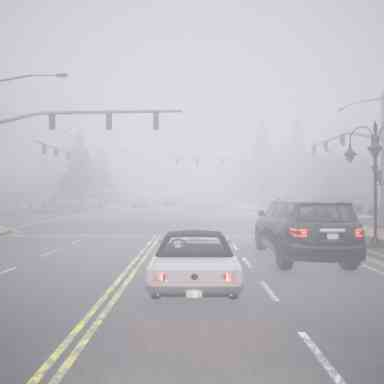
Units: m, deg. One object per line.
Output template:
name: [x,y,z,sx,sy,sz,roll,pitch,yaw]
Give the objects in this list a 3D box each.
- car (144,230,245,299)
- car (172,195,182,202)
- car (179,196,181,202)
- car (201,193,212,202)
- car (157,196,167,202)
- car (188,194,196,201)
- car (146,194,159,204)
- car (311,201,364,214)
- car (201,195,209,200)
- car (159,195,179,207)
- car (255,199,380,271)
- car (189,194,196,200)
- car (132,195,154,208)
car: [0.064,1.601,8.379,1.895,1.301,4.718,0,0,0]
car: [-3.486,1.524,76.595,2.128,1.511,4.902,0,0,0]
car: [-3.578,1.502,62.705,1.837,1.490,4.892,0,0,-2]
car: [3.514,1.215,79.199,2.150,2.045,5.566,0,0,0]
car: [-6.986,1.551,77.363,1.994,1.385,4.181,0,0,0]
car: [0.014,1.513,79.543,1.812,1.442,4.674,0,0,0]
car: [-7.040,1.546,63.056,2.033,1.411,5.357,0,0,1]
car: [14.939,1.600,34.318,4.718,1.301,1.895,0,0,0]
car: [3.516,1.406,89.851,1.994,1.385,4.181,0,0,0]
car: [-3.577,1.563,51.859,1.994,1.385,4.181,0,0,0]
car: [3.581,1.221,11.103,2.150,2.045,5.566,0,0,0]
car: [0.016,1.378,89.851,1.812,1.442,4.674,0,0,0]
car: [-7.130,1.546,47.176,2.033,1.411,5.357,0,0,2]
